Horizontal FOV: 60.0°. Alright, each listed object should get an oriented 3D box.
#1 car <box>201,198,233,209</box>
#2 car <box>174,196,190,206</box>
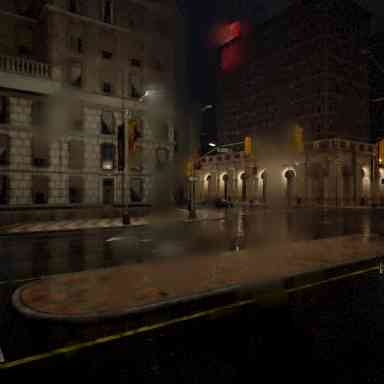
[{"bbox_3d":[3.439,1.547,46.936,2.033,1.411,5.357,0,0,-36],"label":"car"},{"bbox_3d":[-2.131,1.526,54.791,1.812,1.442,4.674,0,0,-35],"label":"car"}]
